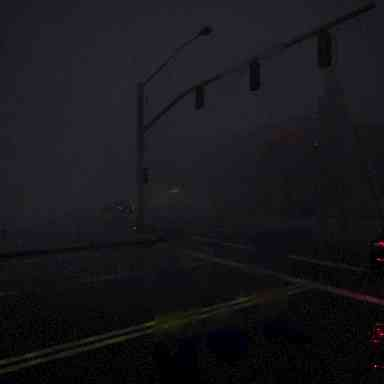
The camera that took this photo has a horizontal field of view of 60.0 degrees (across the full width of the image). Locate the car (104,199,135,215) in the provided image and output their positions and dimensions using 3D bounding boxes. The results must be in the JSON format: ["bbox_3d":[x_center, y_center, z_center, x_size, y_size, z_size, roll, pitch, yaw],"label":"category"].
[{"bbox_3d":[-7.598,1.507,34.465,1.837,1.490,4.892,0,0,-34],"label":"car"}]

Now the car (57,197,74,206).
[{"bbox_3d":[-20.697,1.495,54.132,2.128,1.511,4.902,0,0,-33],"label":"car"}]

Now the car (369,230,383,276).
[{"bbox_3d":[6.546,1.493,9.415,2.128,1.511,4.902,0,0,43],"label":"car"}]
